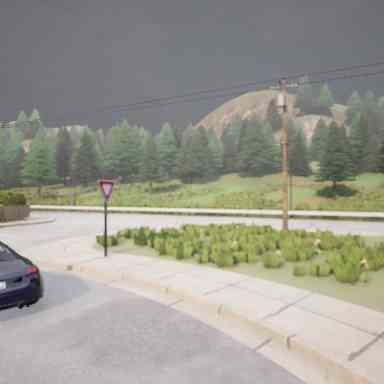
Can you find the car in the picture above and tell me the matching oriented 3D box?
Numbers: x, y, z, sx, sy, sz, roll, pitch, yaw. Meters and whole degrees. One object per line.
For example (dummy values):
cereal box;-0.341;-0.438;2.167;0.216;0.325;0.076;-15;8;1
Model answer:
car;-4.927;1.618;7.040;4.181;1.385;1.994;0;0;40
